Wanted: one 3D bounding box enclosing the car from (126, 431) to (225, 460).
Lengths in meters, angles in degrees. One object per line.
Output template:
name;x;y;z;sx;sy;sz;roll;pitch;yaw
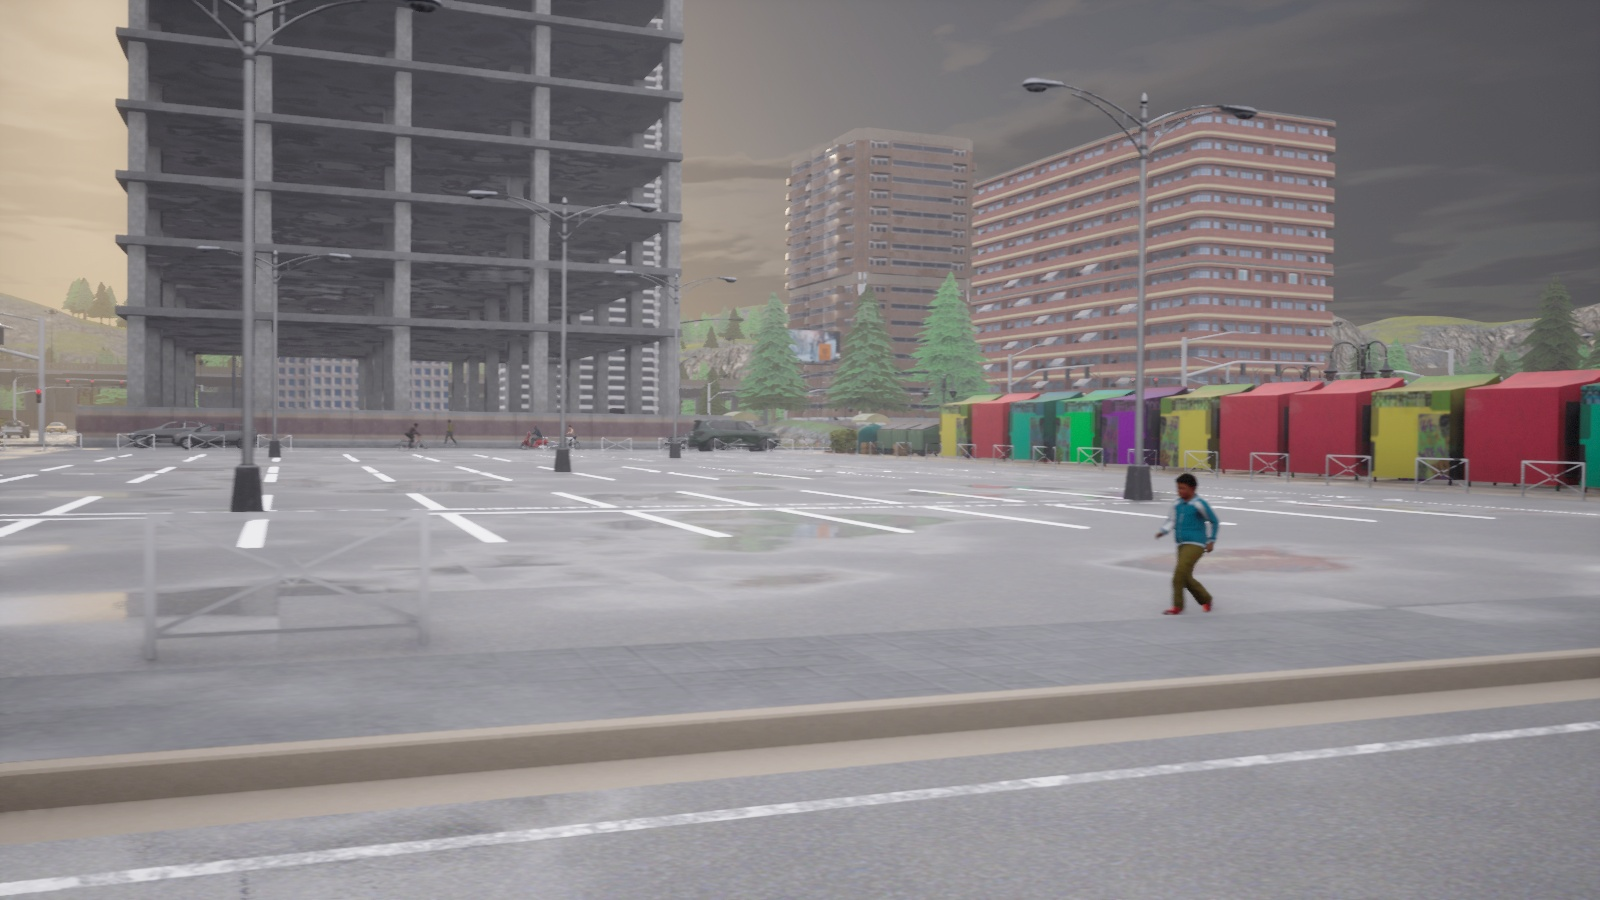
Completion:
car;-36.607;-0.284;73.790;5.027;1.651;2.152;-1;1;-23

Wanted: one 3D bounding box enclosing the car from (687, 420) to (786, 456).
car;-3.866;-0.734;76.007;5.566;2.045;2.150;-1;1;-23

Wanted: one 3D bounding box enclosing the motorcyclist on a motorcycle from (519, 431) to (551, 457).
motorcyclist on a motorcycle;-16.547;-0.400;78.326;1.817;1.590;0.866;-1;1;-23

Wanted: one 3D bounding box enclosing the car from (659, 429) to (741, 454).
car;-6.573;-0.573;82.464;4.902;1.511;2.128;-1;1;-23

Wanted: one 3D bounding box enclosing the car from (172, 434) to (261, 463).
car;-33.134;-0.115;71.443;4.514;1.525;2.007;-1;1;-22

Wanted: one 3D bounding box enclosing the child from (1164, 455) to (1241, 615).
child;3.114;0.645;9.724;0.448;1.192;0.343;-1;1;-23
